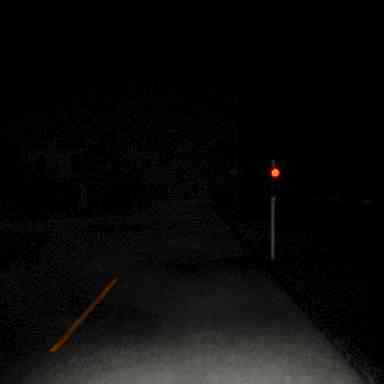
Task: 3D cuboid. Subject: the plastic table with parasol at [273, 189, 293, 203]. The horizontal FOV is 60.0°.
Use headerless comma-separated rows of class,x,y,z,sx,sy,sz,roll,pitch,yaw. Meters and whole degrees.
plastic table with parasol,16.108,0.705,59.071,2.482,2.480,2.482,-1,1,-39
